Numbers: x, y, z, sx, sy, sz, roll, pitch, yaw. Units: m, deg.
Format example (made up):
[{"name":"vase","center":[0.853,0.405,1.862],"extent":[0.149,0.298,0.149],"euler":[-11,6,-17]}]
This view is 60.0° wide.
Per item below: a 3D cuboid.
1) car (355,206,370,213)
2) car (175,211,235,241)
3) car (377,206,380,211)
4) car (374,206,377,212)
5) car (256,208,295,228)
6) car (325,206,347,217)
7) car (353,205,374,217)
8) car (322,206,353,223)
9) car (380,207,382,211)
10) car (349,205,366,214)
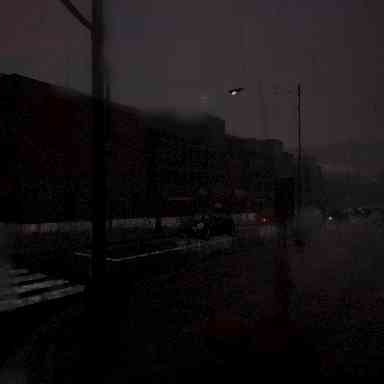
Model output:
[{"name":"car","center":[32.494,3.326,63.388],"extent":[1.802,1.307,4.206],"euler":[-2,-3,36]},{"name":"car","center":[0.810,1.824,19.107],"extent":[1.967,1.590,4.097],"euler":[-2,-2,36]},{"name":"car","center":[38.831,3.616,72.253],"extent":[2.008,1.369,4.403],"euler":[-2,-3,36]},{"name":"car","center":[35.662,3.454,67.823],"extent":[2.008,1.369,4.403],"euler":[-2,-3,36]},{"name":"car","center":[7.122,2.100,28.091],"extent":[1.882,1.535,5.008],"euler":[0,-1,36]},{"name":"car","center":[19.723,2.664,45.543],"extent":[1.752,1.417,4.829],"euler":[-2,-3,36]},{"name":"car","center":[23.487,2.818,46.237],"extent":[1.895,1.301,4.718],"euler":[0,-2,36]},{"name":"car","center":[14.742,2.342,34.015],"extent":[1.837,1.490,4.892],"euler":[0,-2,36]},{"name":"car","center":[45.168,3.979,81.107],"extent":[1.802,1.307,4.206],"euler":[-2,-3,36]},{"name":"car","center":[29.325,3.027,58.971],"extent":[1.967,1.590,4.097],"euler":[-2,-3,36]}]
